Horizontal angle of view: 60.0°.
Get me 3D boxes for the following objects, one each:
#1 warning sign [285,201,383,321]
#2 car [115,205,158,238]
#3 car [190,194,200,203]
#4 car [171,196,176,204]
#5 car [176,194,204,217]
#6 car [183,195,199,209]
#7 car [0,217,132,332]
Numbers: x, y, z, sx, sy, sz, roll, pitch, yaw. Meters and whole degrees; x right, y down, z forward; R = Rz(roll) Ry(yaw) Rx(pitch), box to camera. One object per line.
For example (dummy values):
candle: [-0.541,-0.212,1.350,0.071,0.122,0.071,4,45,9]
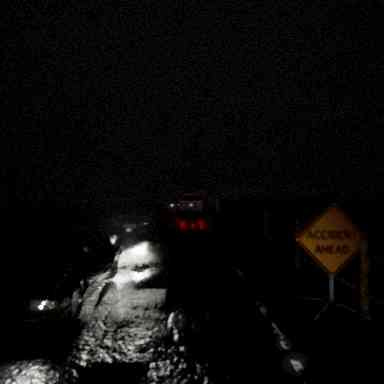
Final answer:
warning sign: [2.444,1.112,5.820,1.300,1.860,1.060,1,1,0]
car: [-2.901,1.493,17.801,2.128,1.511,4.902,0,0,0]
car: [0.703,1.401,71.804,2.097,1.767,4.553,0,0,0]
car: [-3.007,1.518,63.563,1.882,1.535,5.008,0,0,0]
car: [-0.038,1.219,31.698,2.150,2.045,5.566,0,-1,1]
car: [-0.091,1.367,45.676,2.097,1.767,4.553,0,0,0]
car: [-2.875,1.549,7.365,2.033,1.411,5.357,0,0,0]
